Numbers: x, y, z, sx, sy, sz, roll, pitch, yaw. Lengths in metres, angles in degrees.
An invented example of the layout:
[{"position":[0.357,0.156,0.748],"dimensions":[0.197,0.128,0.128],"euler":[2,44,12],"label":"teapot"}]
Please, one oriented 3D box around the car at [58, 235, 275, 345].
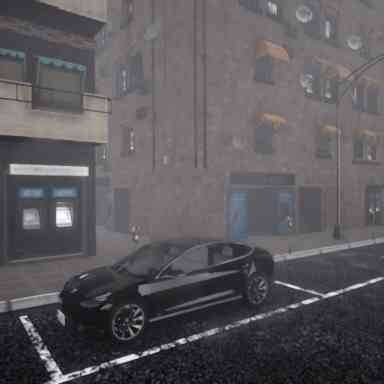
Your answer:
[{"position":[-0.243,1.565,6.402],"dimensions":[4.313,1.339,1.947],"euler":[0,0,-36],"label":"car"}]
